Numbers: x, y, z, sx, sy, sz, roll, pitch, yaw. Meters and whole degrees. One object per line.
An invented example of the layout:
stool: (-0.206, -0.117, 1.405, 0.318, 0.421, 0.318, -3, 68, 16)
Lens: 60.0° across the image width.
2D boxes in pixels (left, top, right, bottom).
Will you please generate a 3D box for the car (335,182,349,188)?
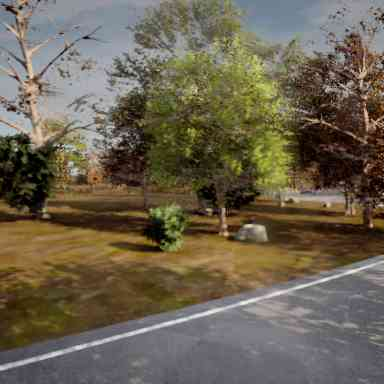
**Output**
car: (34.090, -1.616, 74.639, 4.718, 1.301, 1.895, -4, 2, -15)

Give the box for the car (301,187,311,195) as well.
car: (21.526, -0.259, 62.693, 1.895, 1.301, 4.718, -3, 3, 20)
